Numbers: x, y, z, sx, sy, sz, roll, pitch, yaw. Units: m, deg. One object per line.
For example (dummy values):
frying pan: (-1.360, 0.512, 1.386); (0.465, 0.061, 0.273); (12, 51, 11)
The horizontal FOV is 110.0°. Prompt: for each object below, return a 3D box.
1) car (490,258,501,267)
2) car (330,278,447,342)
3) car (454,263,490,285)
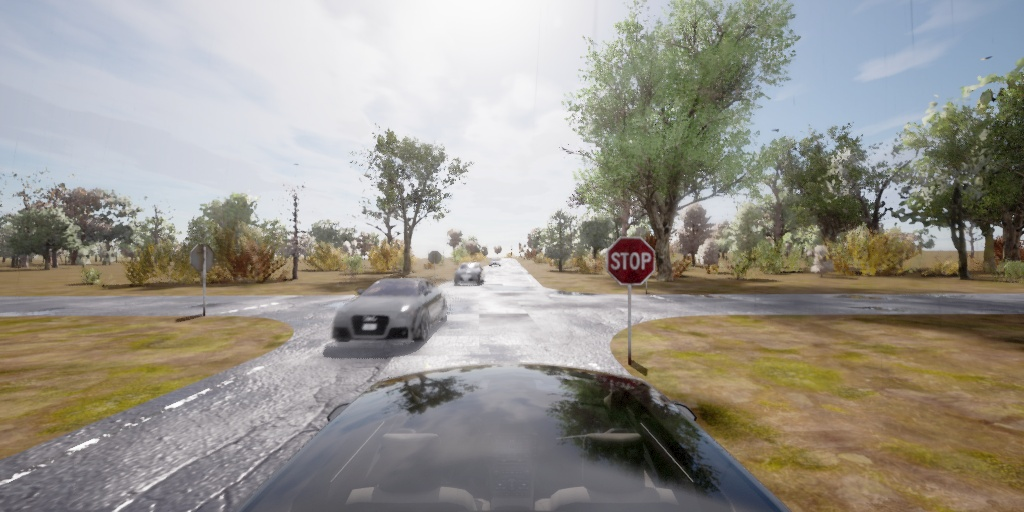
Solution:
car: (-3.032, 1.160, 64.640); (1.812, 1.442, 4.674); (0, 0, 0)
car: (-3.007, 1.292, 9.583); (1.994, 1.385, 4.181); (0, 1, 0)
car: (-3.014, 1.245, 26.017); (2.128, 1.511, 4.902); (0, 0, 0)
